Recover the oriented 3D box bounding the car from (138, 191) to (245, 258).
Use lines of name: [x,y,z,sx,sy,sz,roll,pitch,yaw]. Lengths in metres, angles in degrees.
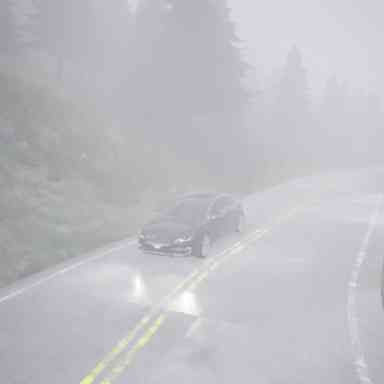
car: [0.215,0.815,10.463,1.837,1.490,4.892,1,8,27]
